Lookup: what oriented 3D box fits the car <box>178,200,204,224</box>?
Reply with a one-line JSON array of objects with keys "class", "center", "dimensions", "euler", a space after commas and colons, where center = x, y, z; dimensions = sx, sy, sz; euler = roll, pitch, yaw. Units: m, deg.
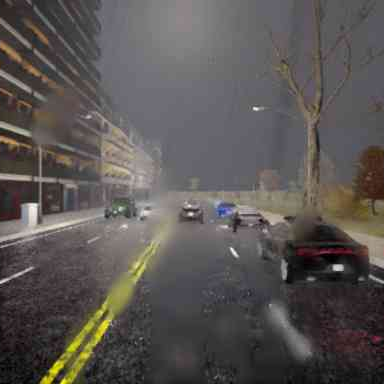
[{"class": "car", "center": [-0.070, 1.692, 26.864], "dimensions": [2.163, 1.488, 4.792], "euler": [0, 0, 0]}]

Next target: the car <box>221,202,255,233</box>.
[{"class": "car", "center": [3.255, 1.638, 20.871], "dimensions": [2.128, 1.511, 4.902], "euler": [0, 0, 0]}]

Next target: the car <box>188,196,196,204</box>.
[{"class": "car", "center": [0.021, 1.926, 82.811], "dimensions": [2.097, 1.767, 4.553], "euler": [0, 0, 0]}]

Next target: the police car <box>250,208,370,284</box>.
[{"class": "police car", "center": [3.253, 1.496, 9.981], "dimensions": [1.930, 1.638, 5.238], "euler": [0, 0, 0]}]

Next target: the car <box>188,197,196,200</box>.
[{"class": "car", "center": [0.047, 2.025, 68.990], "dimensions": [2.033, 1.411, 5.357], "euler": [0, 0, 0]}]

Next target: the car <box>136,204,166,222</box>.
[{"class": "car", "center": [-3.342, 1.804, 28.987], "dimensions": [1.895, 1.301, 4.718], "euler": [0, 0, 0]}]

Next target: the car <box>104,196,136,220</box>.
[{"class": "car", "center": [-6.589, 1.442, 31.273], "dimensions": [2.150, 2.045, 5.566], "euler": [0, -1, 0]}]

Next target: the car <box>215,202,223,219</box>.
[{"class": "car", "center": [3.258, 1.700, 31.871], "dimensions": [1.882, 1.535, 5.008], "euler": [0, 0, 0]}]
